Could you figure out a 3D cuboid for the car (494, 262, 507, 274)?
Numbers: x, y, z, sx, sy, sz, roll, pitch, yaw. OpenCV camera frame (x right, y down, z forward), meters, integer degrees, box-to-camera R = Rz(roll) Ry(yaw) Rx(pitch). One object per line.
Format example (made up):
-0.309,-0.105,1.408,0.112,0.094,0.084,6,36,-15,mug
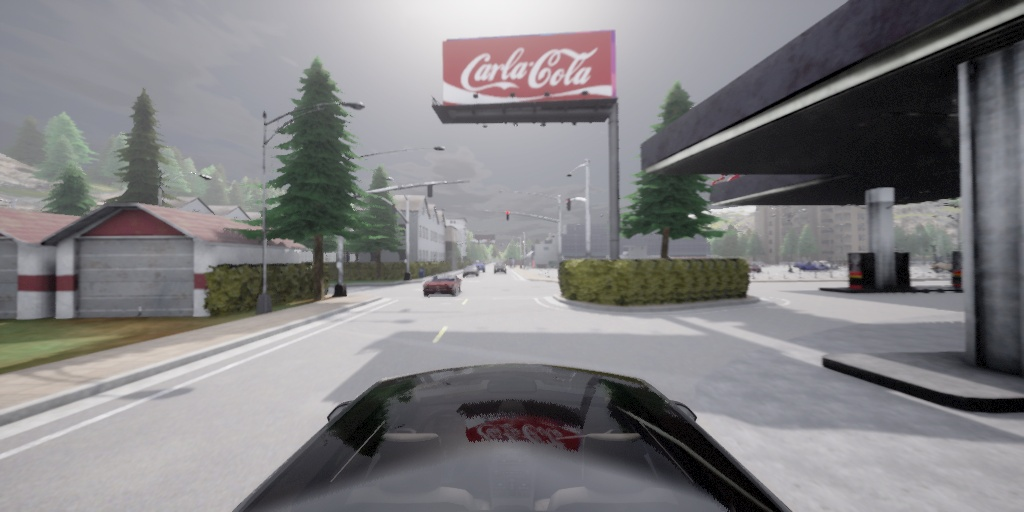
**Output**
-1.800,2.036,54.612,1.895,1.301,4.718,0,-1,-2,car

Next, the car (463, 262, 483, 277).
-5.182,1.904,46.239,2.033,1.411,5.357,0,-1,-2,car

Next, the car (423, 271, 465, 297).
-4.318,1.822,22.690,1.895,1.301,4.718,0,0,-2,car

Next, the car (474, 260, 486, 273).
-5.674,1.772,61.222,2.150,2.045,5.566,0,-1,-2,car
